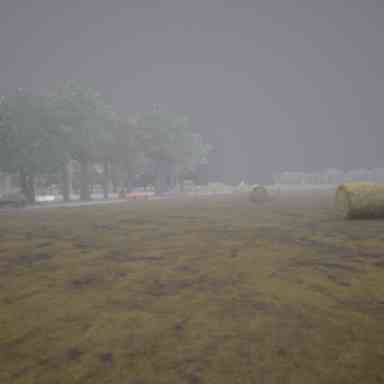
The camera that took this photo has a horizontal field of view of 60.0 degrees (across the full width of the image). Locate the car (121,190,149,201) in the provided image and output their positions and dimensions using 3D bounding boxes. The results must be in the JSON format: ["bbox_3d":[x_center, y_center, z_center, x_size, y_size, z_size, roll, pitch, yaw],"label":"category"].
[{"bbox_3d":[-9.982,0.565,60.824,2.097,1.767,4.553,-2,1,36],"label":"car"}]

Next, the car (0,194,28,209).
[{"bbox_3d":[-25.047,1.314,44.578,2.150,2.045,5.566,-2,0,35],"label":"car"}]

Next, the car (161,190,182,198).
[{"bbox_3d":[-4.217,0.331,69.042,2.033,1.411,5.357,-2,1,35],"label":"car"}]

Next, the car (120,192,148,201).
[{"bbox_3d":[-11.125,0.769,64.098,2.033,1.411,5.357,-2,1,36],"label":"car"}]
